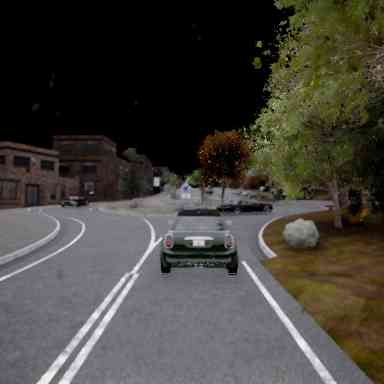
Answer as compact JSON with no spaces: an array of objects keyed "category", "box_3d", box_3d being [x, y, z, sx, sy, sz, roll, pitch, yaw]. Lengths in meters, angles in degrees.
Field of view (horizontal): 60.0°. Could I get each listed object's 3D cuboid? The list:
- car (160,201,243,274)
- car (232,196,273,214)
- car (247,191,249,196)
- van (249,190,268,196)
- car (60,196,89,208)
[{"category":"car","box_3d":[0.251,1.326,10.667,2.097,1.767,4.553,0,0,2]},{"category":"car","box_3d":[4.572,1.279,28.396,4.718,1.301,1.895,-1,-1,-25]},{"category":"car","box_3d":[18.423,1.145,91.348,4.792,1.488,2.163,0,1,1]},{"category":"van","box_3d":[18.218,0.956,88.573,4.442,1.987,1.878,0,1,1]},{"category":"car","box_3d":[-14.205,1.197,40.381,1.994,1.385,4.181,0,1,6]}]
